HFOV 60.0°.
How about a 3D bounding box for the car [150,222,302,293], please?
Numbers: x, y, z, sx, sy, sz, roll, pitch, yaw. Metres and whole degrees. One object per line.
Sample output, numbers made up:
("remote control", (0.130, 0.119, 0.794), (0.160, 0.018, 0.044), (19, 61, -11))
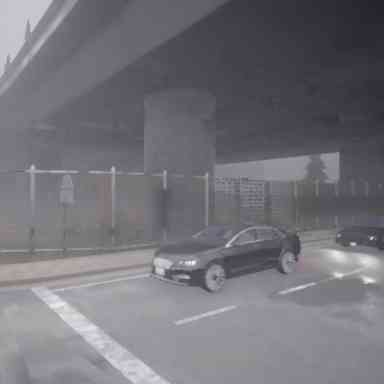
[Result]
("car", (1.158, 1.645, 9.443), (4.902, 1.511, 2.128), (1, -1, -38))

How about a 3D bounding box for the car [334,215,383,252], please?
("car", (8.790, 1.808, 15.508), (5.357, 1.411, 2.033), (1, -1, -38))
